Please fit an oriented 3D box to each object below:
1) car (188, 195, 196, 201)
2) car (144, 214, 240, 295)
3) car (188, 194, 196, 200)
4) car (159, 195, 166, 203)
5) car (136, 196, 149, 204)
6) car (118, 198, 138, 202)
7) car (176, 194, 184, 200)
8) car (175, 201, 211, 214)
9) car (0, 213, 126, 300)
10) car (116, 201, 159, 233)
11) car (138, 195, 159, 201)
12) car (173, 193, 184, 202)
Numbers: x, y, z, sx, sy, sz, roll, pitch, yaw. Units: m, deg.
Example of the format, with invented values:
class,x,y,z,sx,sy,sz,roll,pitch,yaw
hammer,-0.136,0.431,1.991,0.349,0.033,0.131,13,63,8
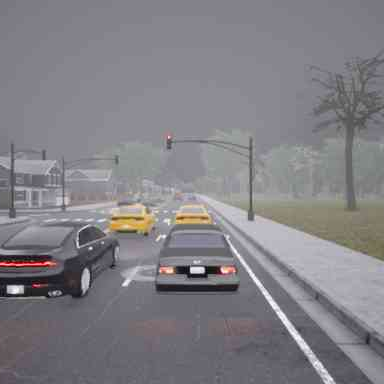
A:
class,x,y,z,sx,sy,sz,roll,pitch,yaw
car,0.063,1.453,75.847,1.837,1.490,4.892,0,0,0
car,0.109,1.547,8.887,2.033,1.411,5.357,0,0,0
car,0.071,1.353,86.268,1.994,1.385,4.181,0,0,0
car,-6.460,1.320,67.237,2.097,1.767,4.553,0,0,0
car,-9.721,1.571,65.628,1.895,1.301,4.718,0,0,1
car,-9.801,1.585,49.476,1.895,1.301,4.718,0,0,0
car,-3.179,1.279,86.271,1.882,1.535,5.008,0,0,0
car,0.049,1.476,18.714,1.882,1.535,5.008,0,0,1
car,-3.144,1.504,8.378,1.837,1.490,4.892,0,0,0
car,-3.134,1.476,18.295,1.882,1.535,5.008,0,0,0
car,-6.548,1.489,50.142,1.837,1.490,4.892,0,0,0
car,-3.187,1.178,75.880,2.150,2.045,5.566,0,0,0
